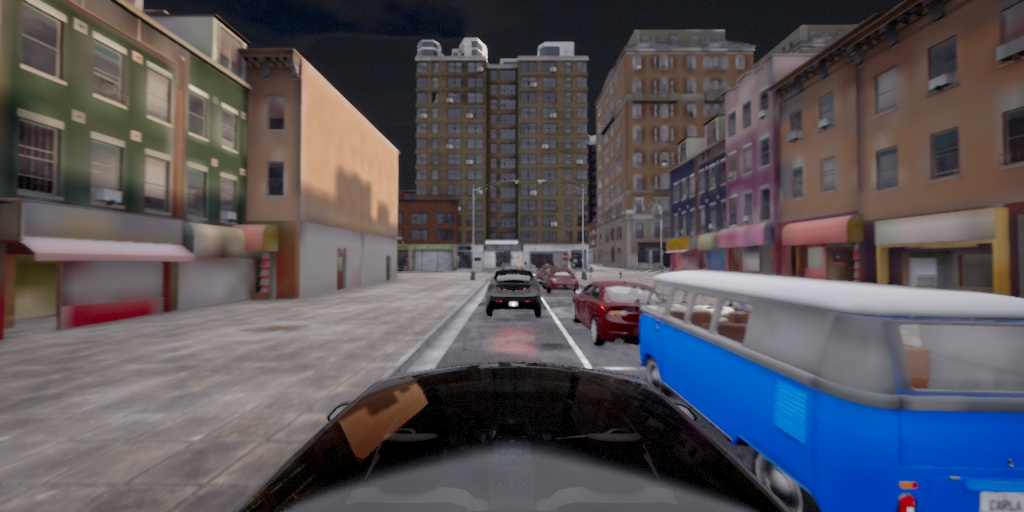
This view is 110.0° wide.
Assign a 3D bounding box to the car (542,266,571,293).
[{"bbox_3d":[2.647,1.325,20.092,1.802,1.307,4.207,0,0,0],"label":"car"}]

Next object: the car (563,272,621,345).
[{"bbox_3d":[2.643,1.288,9.216,1.888,1.381,4.507,0,0,0],"label":"car"}]

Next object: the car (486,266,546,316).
[{"bbox_3d":[0.070,1.244,13.332,1.837,1.490,4.892,0,-1,1],"label":"car"}]

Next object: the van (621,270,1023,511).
[{"bbox_3d":[2.640,1.088,3.779,1.690,1.789,3.998,0,0,0],"label":"van"}]
